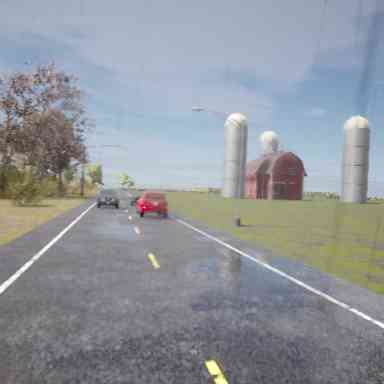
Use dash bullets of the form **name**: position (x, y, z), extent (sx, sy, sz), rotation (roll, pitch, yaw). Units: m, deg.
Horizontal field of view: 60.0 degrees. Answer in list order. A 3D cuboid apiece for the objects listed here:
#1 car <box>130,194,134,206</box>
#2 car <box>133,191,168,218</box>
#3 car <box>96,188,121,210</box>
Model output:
- **car**: position (-6.804, 1.006, 41.971), extent (1.837, 1.490, 4.892), rotation (3, 1, -13)
- **car**: position (-3.343, 0.958, 27.601), extent (2.150, 2.045, 5.566), rotation (3, 1, -13)
- **car**: position (-8.636, 0.647, 34.472), extent (2.150, 2.045, 5.566), rotation (3, 0, -13)
